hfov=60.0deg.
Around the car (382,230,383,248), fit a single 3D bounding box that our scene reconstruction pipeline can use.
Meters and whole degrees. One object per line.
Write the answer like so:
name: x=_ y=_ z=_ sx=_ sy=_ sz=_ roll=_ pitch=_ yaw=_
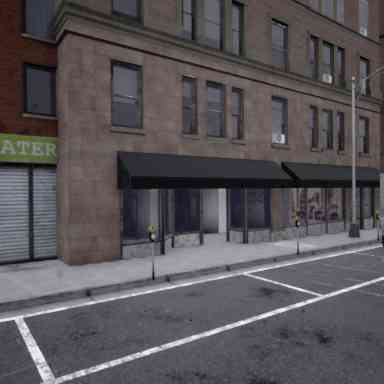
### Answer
car: x=9.199 y=1.538 z=13.104 sx=4.507 sy=1.381 sz=1.887 roll=0 pitch=-1 yaw=-35
